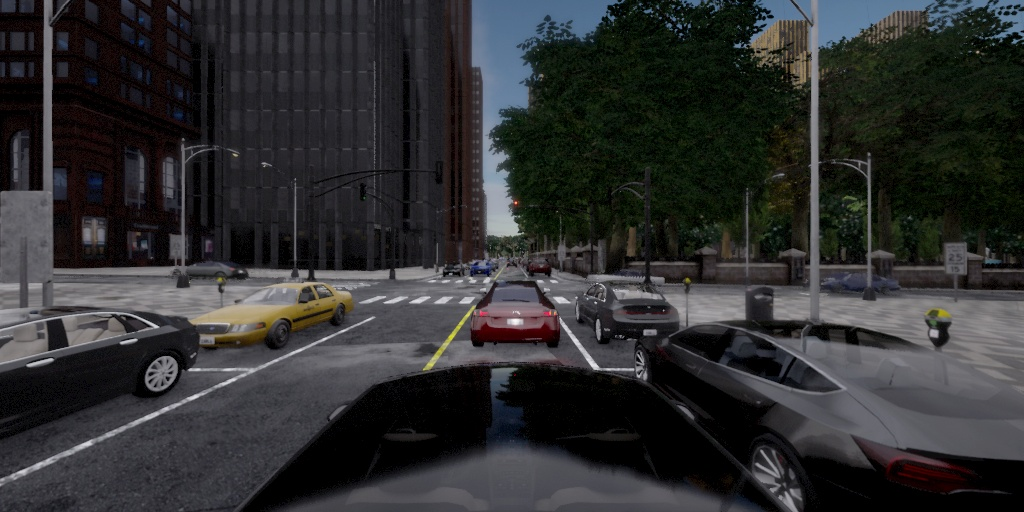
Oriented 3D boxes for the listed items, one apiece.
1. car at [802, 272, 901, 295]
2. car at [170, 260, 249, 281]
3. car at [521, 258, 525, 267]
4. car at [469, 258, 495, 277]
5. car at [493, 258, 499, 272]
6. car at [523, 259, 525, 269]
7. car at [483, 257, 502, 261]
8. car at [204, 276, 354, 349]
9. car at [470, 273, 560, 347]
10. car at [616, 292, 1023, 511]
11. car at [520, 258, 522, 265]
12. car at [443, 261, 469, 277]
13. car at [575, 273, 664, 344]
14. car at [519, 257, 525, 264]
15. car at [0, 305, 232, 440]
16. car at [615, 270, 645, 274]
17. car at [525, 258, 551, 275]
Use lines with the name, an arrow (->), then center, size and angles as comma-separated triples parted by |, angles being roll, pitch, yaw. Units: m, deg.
car -> 22.852, 1.800, 24.203 | 5.357, 1.411, 2.033 | 1, 0, 0
car -> -20.118, 0.978, 23.961 | 4.181, 1.385, 1.994 | 1, 0, 0
car -> 2.759, 1.355, 52.384 | 2.007, 1.370, 4.403 | 0, 0, 0
car -> -3.094, 1.257, 36.621 | 1.882, 1.535, 5.008 | 0, 0, 0
car -> -3.094, 1.359, 46.586 | 1.994, 1.385, 4.181 | 0, 0, 0
car -> 2.760, 1.361, 46.928 | 1.948, 1.339, 4.313 | 0, 0, 0
car -> -3.087, 1.303, 56.631 | 2.128, 1.511, 4.902 | 0, 0, 0
car -> -5.763, 1.279, 9.171 | 1.751, 1.417, 4.829 | 0, 0, 0
car -> 0.080, 1.318, 9.346 | 1.994, 1.385, 4.181 | 0, 0, 0
car -> 2.763, 1.317, 3.838 | 1.948, 1.339, 4.313 | 0, 0, 0
car -> 2.759, 1.363, 57.841 | 2.007, 1.370, 4.403 | 0, 0, 0
car -> -5.765, 1.344, 36.005 | 1.948, 1.339, 4.313 | 0, 0, 0
car -> 2.762, 1.304, 9.351 | 2.007, 1.370, 4.403 | 0, 0, 0
car -> 2.759, 1.262, 63.297 | 1.967, 1.591, 4.097 | 0, 0, 0
car -> -5.762, 1.301, 3.828 | 2.007, 1.370, 4.403 | 0, 0, 0
car -> 7.291, 1.532, 23.415 | 4.718, 1.301, 1.895 | 1, 0, -11
car -> 2.760, 1.093, 36.015 | 2.192, 1.841, 5.009 | 0, 0, 0
